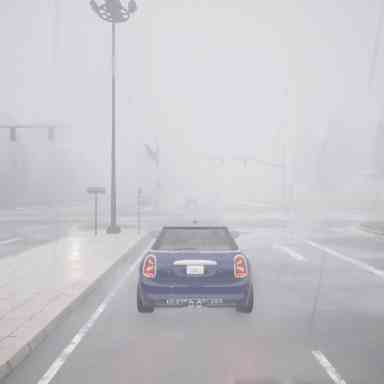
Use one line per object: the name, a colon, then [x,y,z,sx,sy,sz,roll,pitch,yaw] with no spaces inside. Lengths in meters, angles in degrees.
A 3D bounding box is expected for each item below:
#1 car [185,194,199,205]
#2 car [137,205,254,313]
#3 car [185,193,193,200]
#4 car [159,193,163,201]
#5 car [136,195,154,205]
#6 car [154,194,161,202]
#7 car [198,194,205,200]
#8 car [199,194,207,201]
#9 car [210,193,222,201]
car: [-0.161,1.526,54.646,1.812,1.442,4.674,0,0,-1]
car: [0.071,1.352,7.826,2.097,1.767,4.553,0,0,0]
car: [-0.814,1.189,95.506,2.150,2.045,5.566,0,0,-1]
car: [-8.652,1.222,85.326,2.150,2.045,5.566,0,0,-1]
car: [-8.287,1.352,57.294,2.097,1.767,4.553,0,0,-1]
car: [-8.422,1.540,70.899,2.033,1.411,5.357,0,0,-1]
car: [2.686,1.442,95.532,1.882,1.535,5.008,0,0,-1]
car: [2.851,1.513,85.208,1.812,1.442,4.674,0,0,-1]
car: [6.356,1.215,84.937,2.150,2.045,5.566,0,0,-1]
